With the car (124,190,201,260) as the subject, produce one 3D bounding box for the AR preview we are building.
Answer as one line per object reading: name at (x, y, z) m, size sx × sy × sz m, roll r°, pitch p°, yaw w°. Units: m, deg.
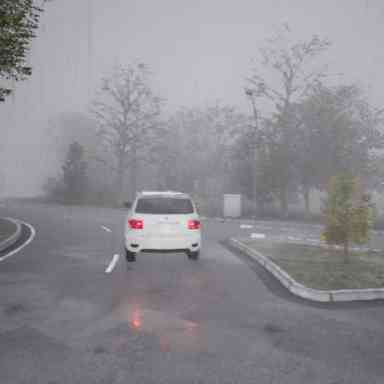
car at (-1.124, 0.954, 11.409) m, size 2.150 × 2.045 × 5.566 m, roll 1°, pitch 1°, yaw -9°
